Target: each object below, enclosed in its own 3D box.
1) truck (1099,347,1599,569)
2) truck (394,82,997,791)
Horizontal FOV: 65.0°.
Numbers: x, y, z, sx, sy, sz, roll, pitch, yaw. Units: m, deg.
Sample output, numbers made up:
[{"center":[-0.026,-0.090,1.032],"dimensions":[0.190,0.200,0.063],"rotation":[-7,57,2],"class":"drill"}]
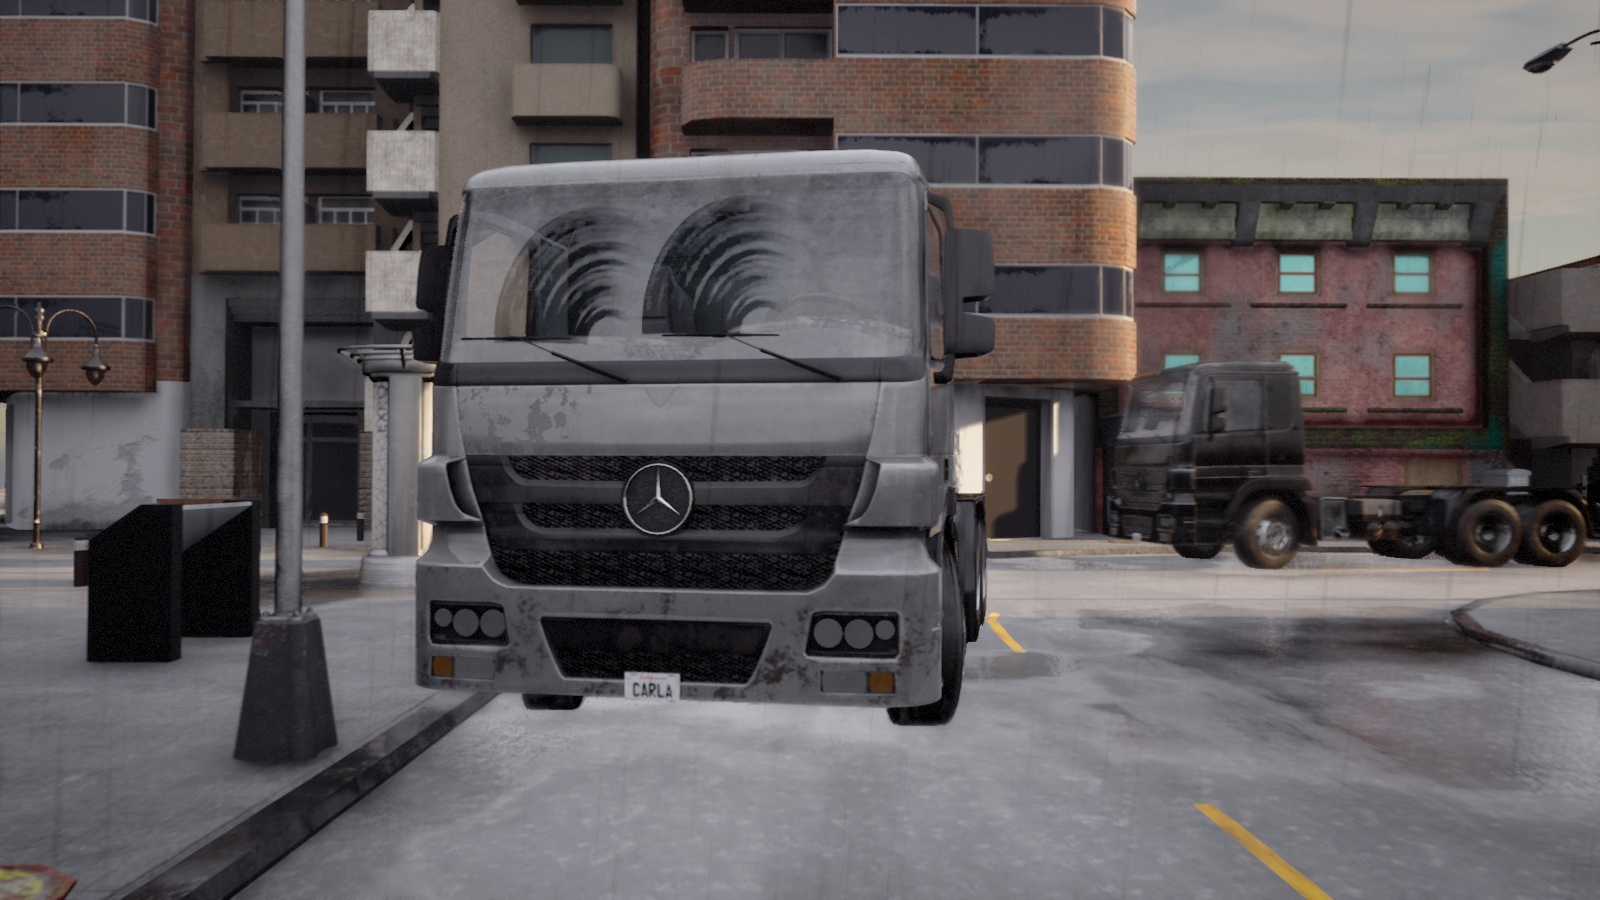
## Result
[{"center":[9.496,0.137,21.612],"dimensions":[7.936,3.462,2.891],"rotation":[0,-1,-8],"class":"truck"},{"center":[0.011,-0.005,10.296],"dimensions":[2.891,3.462,7.936],"rotation":[0,-1,11],"class":"truck"}]
